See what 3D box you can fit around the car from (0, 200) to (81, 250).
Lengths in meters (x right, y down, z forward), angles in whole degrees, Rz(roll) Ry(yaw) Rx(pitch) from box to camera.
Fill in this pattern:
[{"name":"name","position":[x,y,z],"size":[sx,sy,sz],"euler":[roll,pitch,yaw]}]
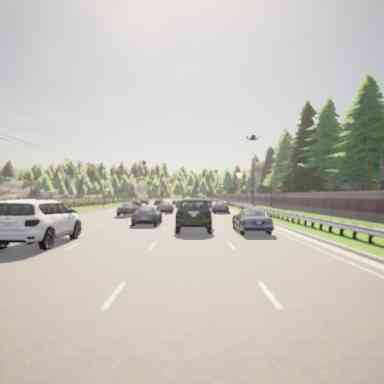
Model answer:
[{"name":"car","position":[-6.901,1.371,15.162],"size":[2.150,2.045,5.566],"euler":[0,-1,0]}]

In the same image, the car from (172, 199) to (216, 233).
[{"name":"car","position":[0.099,1.428,21.243],"size":[2.150,2.045,5.566],"euler":[0,-1,0]}]

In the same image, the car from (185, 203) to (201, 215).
[{"name":"car","position":[0.098,1.991,40.266],"size":[1.895,1.301,4.718],"euler":[0,-1,0]}]

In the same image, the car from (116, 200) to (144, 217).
[{"name":"car","position":[-6.901,1.902,36.319],"size":[2.033,1.411,5.357],"euler":[0,-1,0]}]

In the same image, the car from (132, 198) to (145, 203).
[{"name":"car","position":[-10.500,2.107,61.982],"size":[1.837,1.490,4.892],"euler":[0,-1,0]}]

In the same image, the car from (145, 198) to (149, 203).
[{"name":"car","position":[-10.500,2.061,72.403],"size":[2.128,1.511,4.902],"euler":[0,-1,0]}]

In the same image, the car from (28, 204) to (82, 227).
[{"name":"car","position":[-10.401,1.745,25.754],"size":[2.128,1.511,4.902],"euler":[0,-1,0]}]

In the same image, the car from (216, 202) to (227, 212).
[{"name":"car","position":[3.600,1.973,42.416],"size":[1.994,1.385,4.181],"euler":[0,-1,0]}]

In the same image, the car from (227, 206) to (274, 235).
[{"name":"car","position":[3.599,1.745,20.367],"size":[2.033,1.411,5.357],"euler":[0,-1,0]}]

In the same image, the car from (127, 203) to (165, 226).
[{"name":"car","position":[-3.401,1.813,25.470],"size":[1.994,1.385,4.181],"euler":[0,-1,0]}]

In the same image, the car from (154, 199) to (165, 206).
[{"name":"car","position":[-7.000,2.194,71.566],"size":[1.837,1.490,4.892],"euler":[0,-1,0]}]

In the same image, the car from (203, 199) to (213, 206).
[{"name":"car","position":[3.500,2.203,72.816],"size":[1.837,1.490,4.892],"euler":[0,-1,0]}]

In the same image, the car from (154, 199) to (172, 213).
[{"name":"car","position":[-3.401,1.975,42.344],"size":[1.994,1.385,4.181],"euler":[0,-1,0]}]

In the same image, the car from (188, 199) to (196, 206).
[{"name":"car","position":[0.000,2.200,72.399],"size":[1.837,1.490,4.892],"euler":[0,-1,0]}]

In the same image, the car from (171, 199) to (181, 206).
[{"name":"car","position":[-3.500,2.257,72.815],"size":[1.994,1.385,4.181],"euler":[0,-1,0]}]
